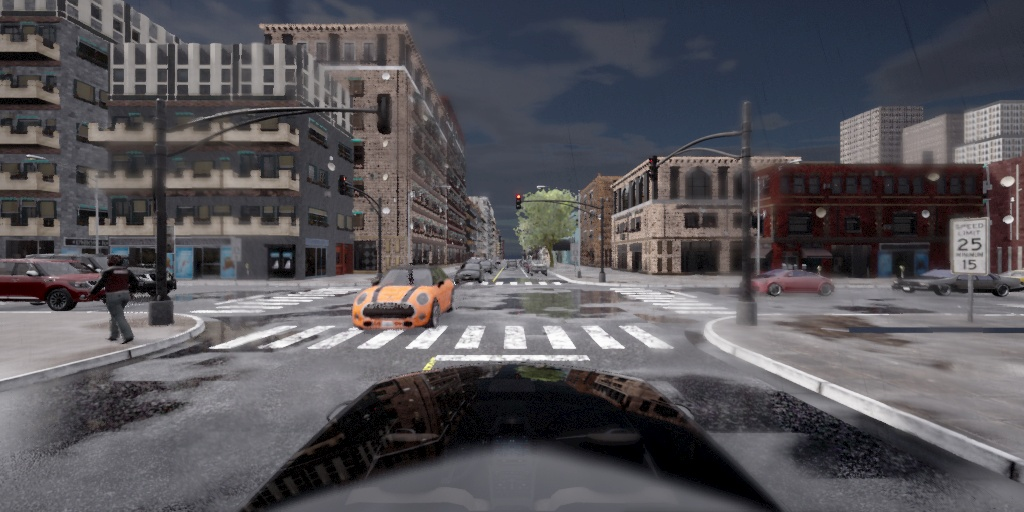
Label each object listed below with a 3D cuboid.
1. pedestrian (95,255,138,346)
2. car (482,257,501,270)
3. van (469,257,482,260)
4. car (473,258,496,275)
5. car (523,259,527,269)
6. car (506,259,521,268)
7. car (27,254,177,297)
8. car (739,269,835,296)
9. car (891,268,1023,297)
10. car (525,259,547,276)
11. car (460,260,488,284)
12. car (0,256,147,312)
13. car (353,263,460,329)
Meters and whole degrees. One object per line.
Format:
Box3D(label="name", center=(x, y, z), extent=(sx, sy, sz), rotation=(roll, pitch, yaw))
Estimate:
Box3D(label="pedestrian", center=(-8.253, 0.892, 7.490), extent=(0.375, 1.860, 0.375), rotation=(0, 0, 0))
Box3D(label="car", center=(-3.092, 1.295, 52.069), extent=(2.128, 1.511, 4.902), rotation=(0, 0, 0))
Box3D(label="van", center=(-5.689, 1.149, 54.120), extent=(1.690, 1.789, 3.998), rotation=(0, 0, 0))
Box3D(label="car", center=(-3.097, 1.290, 40.443), extent=(1.837, 1.490, 4.892), rotation=(0, 0, 0))
Box3D(label="car", center=(2.692, 1.228, 42.725), extent=(1.967, 1.591, 4.097), rotation=(0, 0, 0))
Box3D(label="car", center=(0.002, 1.319, 63.384), extent=(2.128, 1.511, 4.902), rotation=(0, 0, 0))
Box3D(label="car", center=(-18.310, 0.917, 15.889), extent=(5.566, 2.045, 2.150), rotation=(0, 0, 0))
Box3D(label="car", center=(14.719, 1.387, 19.325), extent=(4.181, 1.385, 1.994), rotation=(0, 0, 0))
Box3D(label="car", center=(24.020, 1.412, 19.392), extent=(5.357, 1.411, 2.033), rotation=(0, 0, 0))
Box3D(label="car", center=(2.691, 1.330, 37.028), extent=(2.007, 1.370, 4.403), rotation=(0, 0, 0))
Box3D(label="car", center=(-3.100, 1.271, 27.196), extent=(1.837, 1.490, 4.892), rotation=(0, 0, 0))
Box3D(label="car", center=(-17.276, 1.013, 13.309), extent=(5.009, 1.841, 2.192), rotation=(0, 0, 0))
Box3D(label="car", center=(-3.101, 1.102, 11.166), extent=(2.097, 1.767, 4.553), rotation=(0, 0, 0))
